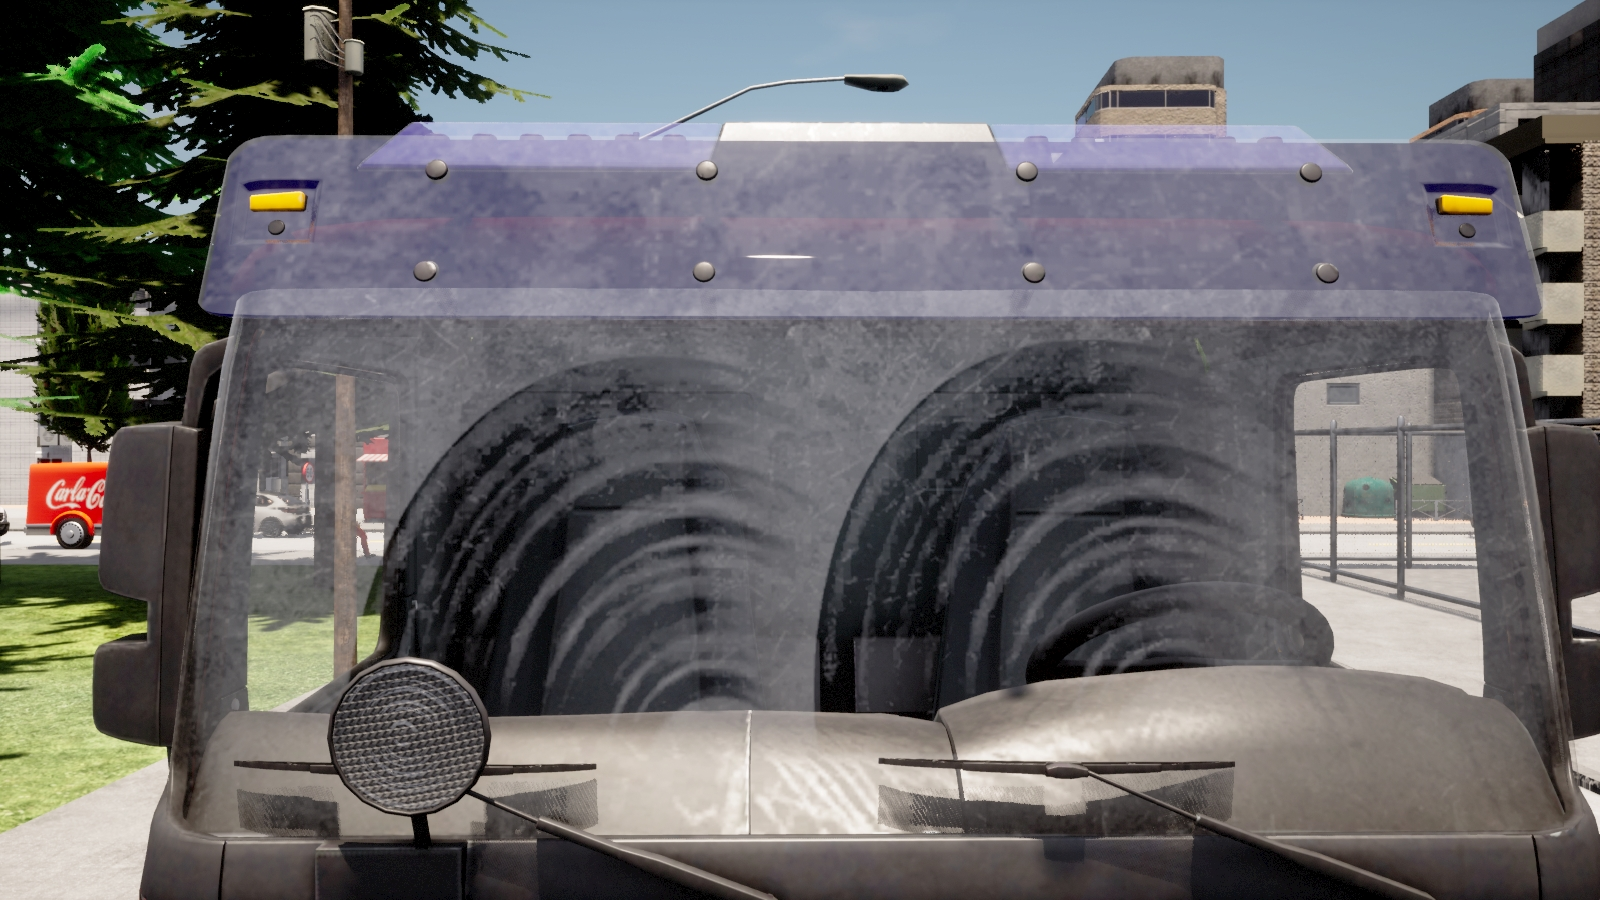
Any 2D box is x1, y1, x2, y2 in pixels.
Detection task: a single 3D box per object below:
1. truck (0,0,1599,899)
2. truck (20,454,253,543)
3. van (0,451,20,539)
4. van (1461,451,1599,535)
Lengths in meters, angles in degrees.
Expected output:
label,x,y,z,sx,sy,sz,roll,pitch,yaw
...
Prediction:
label,x,y,z,sx,sy,sz,roll,pitch,yaw
truck,0.092,0.670,5.580,2.891,3.827,8.468,0,0,-1
truck,-19.012,1.348,32.943,5.204,2.467,2.627,0,0,1
van,-26.239,1.314,33.169,5.915,2.561,1.988,0,0,2
van,24.242,1.314,35.747,5.915,2.561,1.988,0,0,1
